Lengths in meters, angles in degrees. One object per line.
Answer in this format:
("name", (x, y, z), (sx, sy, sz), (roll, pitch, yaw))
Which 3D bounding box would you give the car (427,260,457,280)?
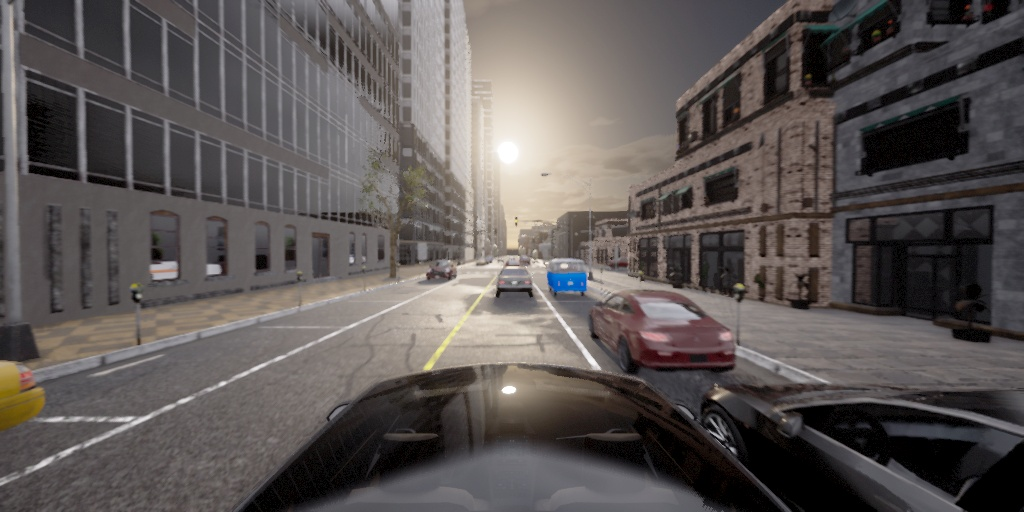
("car", (-5.679, 1.088, 29.384), (1.967, 1.591, 4.097), (0, 0, 0))

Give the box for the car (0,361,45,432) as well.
("car", (-5.692, 1.276, 1.540), (1.751, 1.417, 4.829), (0, 0, 0))

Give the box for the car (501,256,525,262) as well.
("car", (0.114, 1.097, 37.101), (1.882, 1.535, 5.008), (0, 0, 0))

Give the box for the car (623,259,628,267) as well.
("car", (16.431, 1.395, 44.250), (4.313, 1.339, 1.948), (0, 0, 1))

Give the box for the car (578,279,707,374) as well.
("car", (2.692, 1.312, 7.228), (1.802, 1.307, 4.207), (0, 0, 0))

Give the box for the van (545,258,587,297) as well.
("van", (2.697, 1.030, 18.297), (1.690, 1.789, 3.998), (0, 0, 0))

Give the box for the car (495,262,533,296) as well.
("car", (0.107, 1.235, 18.647), (2.033, 1.411, 5.357), (0, 0, 0))

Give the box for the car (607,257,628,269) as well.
("car", (16.541, 0.985, 52.628), (5.009, 1.841, 2.192), (0, 0, 1))

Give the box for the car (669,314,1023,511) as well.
("car", (2.689, 1.316, 1.694), (1.948, 1.339, 4.313), (0, 0, 0))
